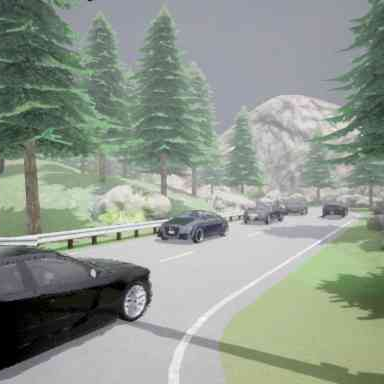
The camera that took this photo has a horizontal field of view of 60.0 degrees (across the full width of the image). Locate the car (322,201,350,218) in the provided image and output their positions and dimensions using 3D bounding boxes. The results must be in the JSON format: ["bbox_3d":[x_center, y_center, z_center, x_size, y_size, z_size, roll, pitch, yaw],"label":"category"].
[{"bbox_3d":[13.273,1.596,30.727,1.837,1.490,4.892,0,-1,30],"label":"car"}]

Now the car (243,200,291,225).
[{"bbox_3d":[5.381,1.505,24.671,2.128,1.511,4.902,0,0,32],"label":"car"}]

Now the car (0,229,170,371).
[{"bbox_3d":[-2.612,1.525,4.901,1.882,1.535,5.008,0,-1,32],"label":"car"}]

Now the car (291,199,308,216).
[{"bbox_3d":[10.532,1.523,33.494,1.837,1.490,4.892,0,0,25],"label":"car"}]

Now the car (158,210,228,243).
[{"bbox_3d":[0.150,1.573,16.212,1.994,1.385,4.181,0,0,32],"label":"car"}]
